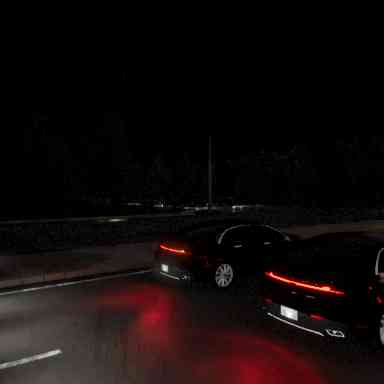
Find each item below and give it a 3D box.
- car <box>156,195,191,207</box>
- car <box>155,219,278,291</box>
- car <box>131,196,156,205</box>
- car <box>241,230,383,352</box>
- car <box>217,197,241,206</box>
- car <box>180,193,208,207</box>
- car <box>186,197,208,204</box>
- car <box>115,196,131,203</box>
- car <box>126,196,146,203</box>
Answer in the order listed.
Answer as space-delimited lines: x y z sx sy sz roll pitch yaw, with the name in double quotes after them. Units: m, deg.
-2.854 1.547 50.121 2.033 1.411 5.357 0 0 -35 "car"
1.358 1.505 9.066 4.892 1.490 1.837 0 0 -35 "car"
-8.346 1.601 57.983 1.895 1.301 4.718 0 0 -35 "car"
3.390 1.505 6.217 4.892 1.490 1.837 0 0 -35 "car"
6.138 1.526 55.621 1.812 1.442 4.674 0 0 -35 "car"
-0.090 1.221 52.259 2.150 2.045 5.566 0 0 -36 "car"
0.923 1.601 63.083 1.895 1.301 4.718 0 0 -35 "car"
-14.119 1.491 66.326 2.128 1.511 4.902 0 0 -35 "car"
-11.752 1.540 69.077 2.033 1.411 5.357 0 0 -35 "car"
